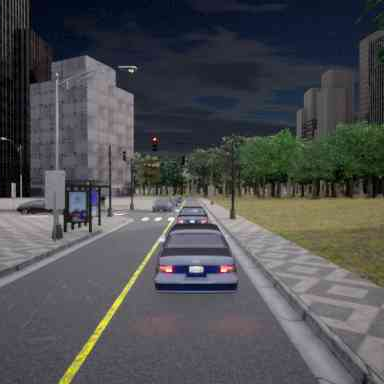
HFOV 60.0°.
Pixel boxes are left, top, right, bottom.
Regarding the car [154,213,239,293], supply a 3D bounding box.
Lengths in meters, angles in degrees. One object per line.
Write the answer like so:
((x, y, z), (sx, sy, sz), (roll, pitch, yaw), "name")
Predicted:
((0.084, 1.544, 8.952), (2.033, 1.411, 5.357), (0, 0, 0), "car")

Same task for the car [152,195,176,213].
((-3.136, 1.320, 36.293), (2.097, 1.767, 4.553), (0, 0, 0), "car")

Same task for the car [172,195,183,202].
((-3.117, 1.426, 73.458), (2.128, 1.511, 4.902), (0, 0, 0), "car")

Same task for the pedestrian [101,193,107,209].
((-10.122, 1.050, 38.143), (0.375, 1.860, 0.375), (0, 0, 1), "pedestrian")

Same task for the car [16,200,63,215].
((-14.381, 1.476, 32.032), (4.674, 1.442, 1.812), (0, 1, 2), "car")

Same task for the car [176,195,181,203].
((-3.145, 1.439, 49.960), (2.128, 1.511, 4.902), (0, 0, 0), "car")

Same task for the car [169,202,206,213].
((0.058, 1.537, 19.287), (2.033, 1.411, 5.357), (0, 0, 1), "car")
